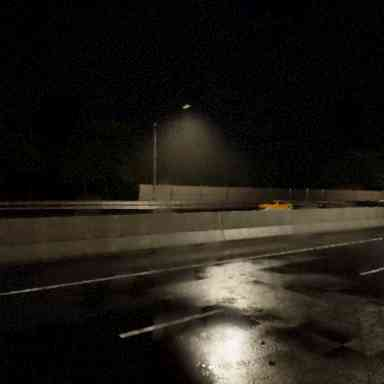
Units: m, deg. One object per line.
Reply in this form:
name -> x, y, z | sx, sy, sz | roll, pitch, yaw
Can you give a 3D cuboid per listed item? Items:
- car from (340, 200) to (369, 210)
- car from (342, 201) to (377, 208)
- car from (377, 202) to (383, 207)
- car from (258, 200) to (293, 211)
car -> 25.659, 2.002, 52.364 | 5.008, 1.535, 1.882 | 1, 0, -35
car -> 15.763, 1.888, 32.432 | 4.181, 1.385, 1.994 | 1, 0, -35
car -> 25.285, 2.017, 43.519 | 5.357, 1.411, 2.033 | 1, 0, -35
car -> 10.462, 1.811, 41.544 | 5.008, 1.535, 1.882 | 1, 0, -35
